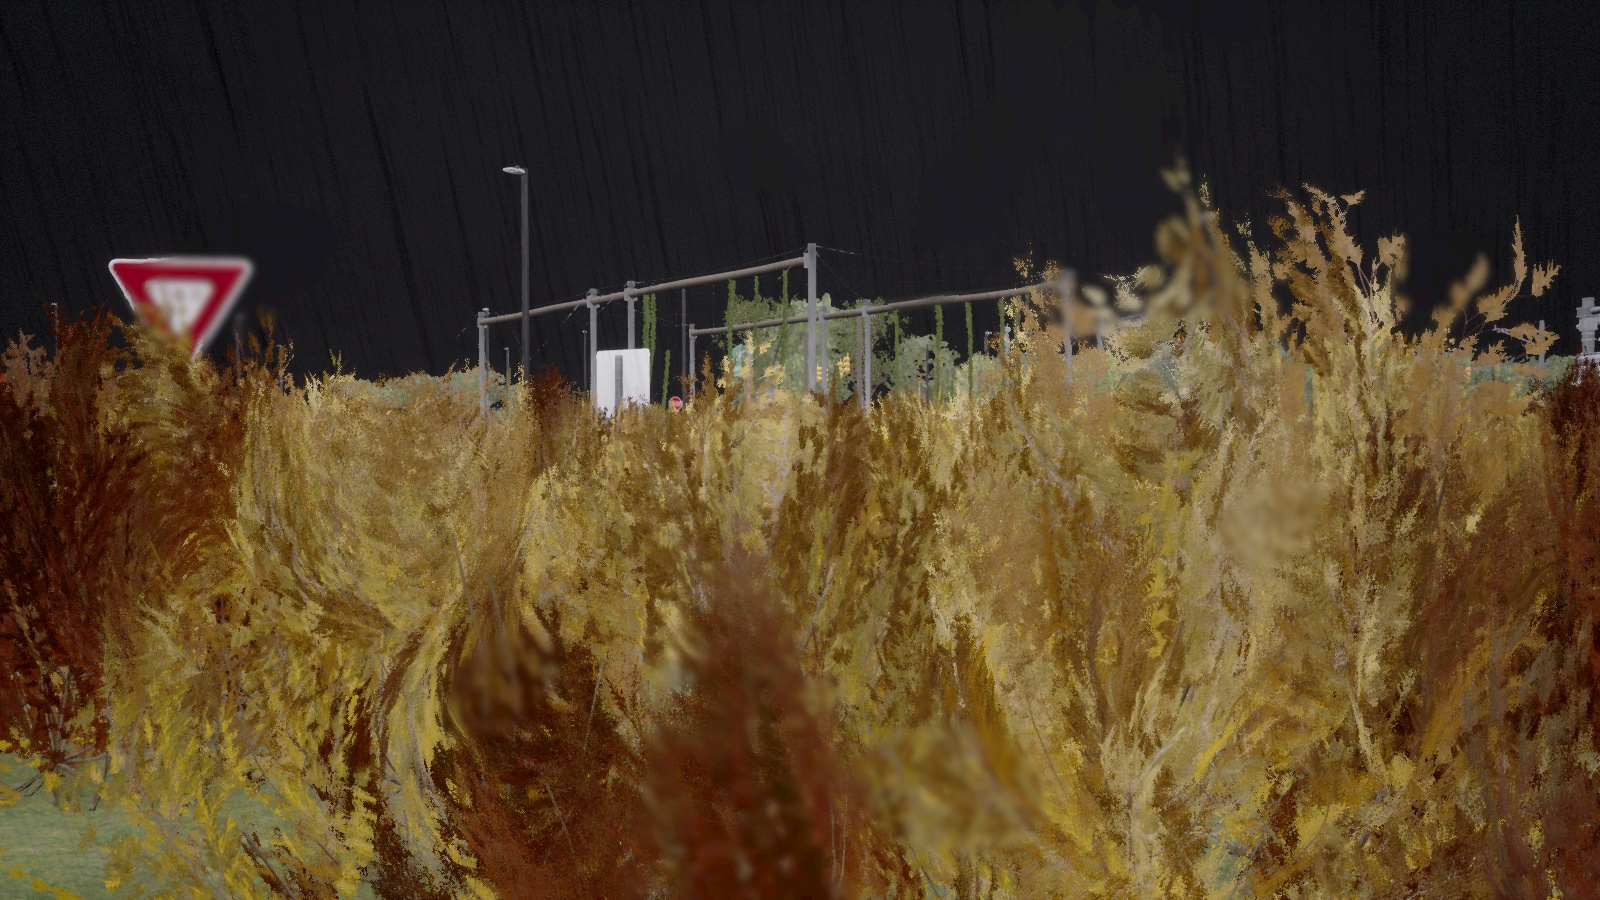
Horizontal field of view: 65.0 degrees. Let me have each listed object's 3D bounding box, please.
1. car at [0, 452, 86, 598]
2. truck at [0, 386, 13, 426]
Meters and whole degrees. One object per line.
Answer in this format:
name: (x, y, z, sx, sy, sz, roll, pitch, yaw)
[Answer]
car: (-10.417, 0.753, 13.385, 4.674, 1.442, 1.812, 0, 2, 6)
truck: (-52.629, -2.897, 78.436, 5.204, 2.467, 2.627, 3, 0, -10)
